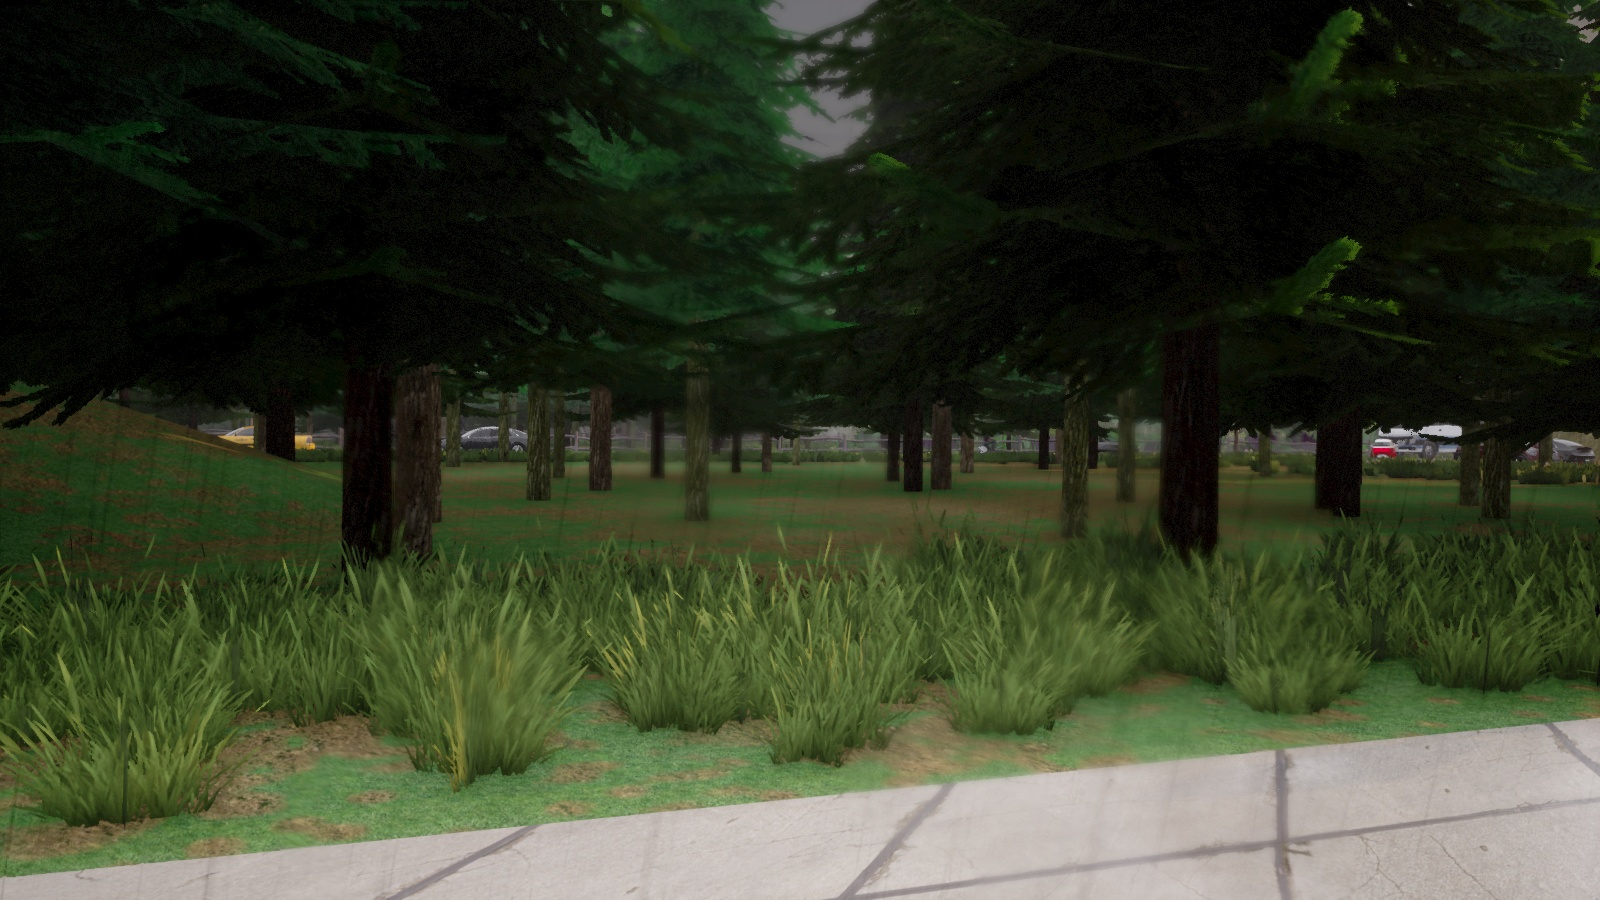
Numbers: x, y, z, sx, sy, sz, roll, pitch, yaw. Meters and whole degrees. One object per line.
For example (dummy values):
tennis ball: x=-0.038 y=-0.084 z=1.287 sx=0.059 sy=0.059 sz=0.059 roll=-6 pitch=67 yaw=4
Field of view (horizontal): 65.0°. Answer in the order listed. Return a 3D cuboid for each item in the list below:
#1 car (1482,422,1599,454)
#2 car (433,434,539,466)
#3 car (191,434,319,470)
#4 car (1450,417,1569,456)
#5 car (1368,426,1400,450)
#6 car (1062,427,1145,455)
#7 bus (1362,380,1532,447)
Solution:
car: x=36.108 y=-0.560 z=61.278 sx=1.837 sy=1.490 sz=4.892 roll=-1 pitch=0 yaw=-22
car: x=-15.475 y=-0.037 z=61.913 sx=4.892 sy=1.490 sz=1.837 roll=-1 pitch=1 yaw=-21
car: x=-25.178 y=0.062 z=58.221 sx=5.366 sy=1.575 sz=1.801 roll=-1 pitch=1 yaw=-21
car: x=33.241 y=-0.636 z=59.011 sx=2.097 sy=1.767 sz=4.553 roll=-1 pitch=1 yaw=-22
car: x=34.467 y=-0.716 z=74.147 sx=1.481 sy=1.376 sz=2.207 roll=-1 pitch=1 yaw=30
car: x=16.977 y=-0.523 z=70.245 sx=4.193 sy=1.474 sz=1.816 roll=-1 pitch=1 yaw=-19
bus: x=42.684 y=-2.396 z=82.883 sx=10.273 sy=4.253 sz=3.944 roll=-1 pitch=1 yaw=-19
